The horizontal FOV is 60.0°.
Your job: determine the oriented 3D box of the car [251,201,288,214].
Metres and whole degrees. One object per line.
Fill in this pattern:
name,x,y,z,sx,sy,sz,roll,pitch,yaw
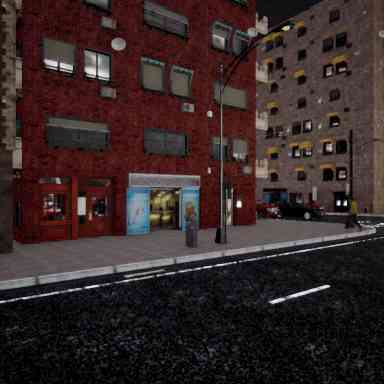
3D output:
car,9.648,1.908,41.627,1.947,1.339,4.313,-1,0,-37

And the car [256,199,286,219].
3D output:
car,6.074,1.593,32.002,2.192,1.841,5.009,-1,0,-37

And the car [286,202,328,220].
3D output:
car,9.987,1.717,31.366,1.882,1.535,5.008,0,-1,-37

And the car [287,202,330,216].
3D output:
car,13.002,1.853,37.183,1.802,1.307,4.206,-1,0,-37

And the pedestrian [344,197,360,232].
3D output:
pedestrian,8.495,1.146,17.672,0.375,1.860,0.375,0,0,-36
